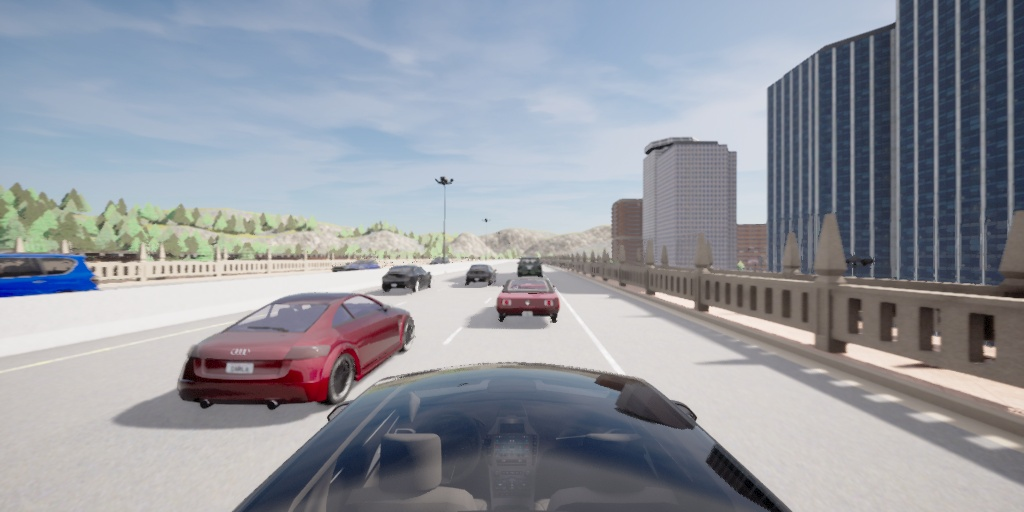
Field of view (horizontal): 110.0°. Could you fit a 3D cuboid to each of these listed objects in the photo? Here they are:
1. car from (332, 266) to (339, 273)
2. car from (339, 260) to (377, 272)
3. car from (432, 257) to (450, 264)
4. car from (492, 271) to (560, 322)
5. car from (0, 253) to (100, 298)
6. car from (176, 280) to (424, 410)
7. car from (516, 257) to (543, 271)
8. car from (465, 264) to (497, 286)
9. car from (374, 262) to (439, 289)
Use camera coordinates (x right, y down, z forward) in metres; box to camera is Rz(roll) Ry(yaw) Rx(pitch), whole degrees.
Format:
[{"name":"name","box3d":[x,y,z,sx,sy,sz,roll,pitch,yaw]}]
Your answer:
[{"name":"car","box3d":[-19.077,1.427,42.170,1.895,1.301,4.718,0,0,3]},{"name":"car","box3d":[-15.805,1.171,37.949,2.097,1.767,4.553,0,0,3]},{"name":"car","box3d":[-11.273,1.177,56.506,2.150,2.045,5.566,0,0,3]},{"name":"car","box3d":[0.563,1.388,12.543,1.895,1.301,4.718,0,0,3]},{"name":"car","box3d":[-13.854,0.922,8.712,2.150,2.045,5.566,0,0,3]},{"name":"car","box3d":[-3.179,1.310,6.277,1.994,1.385,4.181,0,0,2]},{"name":"car","box3d":[1.569,1.099,31.991,2.150,2.045,5.566,0,0,3]},{"name":"car","box3d":[-2.227,1.336,26.393,1.837,1.490,4.892,0,0,3]},{"name":"car","box3d":[-6.005,1.292,21.053,1.837,1.490,4.892,0,0,3]}]
